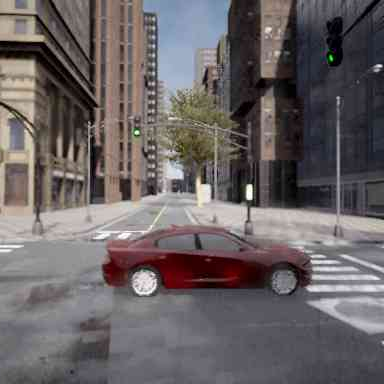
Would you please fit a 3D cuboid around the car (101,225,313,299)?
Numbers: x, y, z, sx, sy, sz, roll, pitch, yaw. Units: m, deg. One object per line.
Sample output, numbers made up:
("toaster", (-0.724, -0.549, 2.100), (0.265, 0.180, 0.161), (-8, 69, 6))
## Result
("car", (0.369, 1.567, 8.155), (5.008, 1.535, 1.882), (0, -1, -3))
